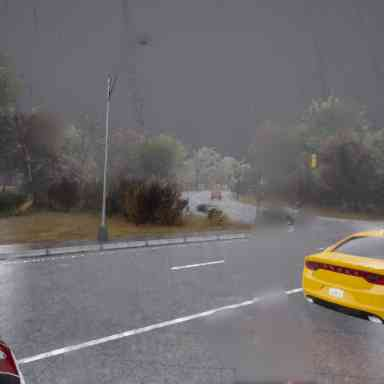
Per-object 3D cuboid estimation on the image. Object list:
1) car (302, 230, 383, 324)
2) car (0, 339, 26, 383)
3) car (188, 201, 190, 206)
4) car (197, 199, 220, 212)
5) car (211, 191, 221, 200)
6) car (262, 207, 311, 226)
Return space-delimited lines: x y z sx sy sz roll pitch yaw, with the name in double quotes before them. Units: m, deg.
"car" 4.400 1.543 6.895 5.008 1.535 1.882 1 -1 -35
"car" -3.190 1.353 1.475 4.553 1.767 2.097 0 0 -35
"car" -1.657 1.668 55.291 1.895 1.301 4.718 2 2 -12
"car" 2.153 2.022 42.122 1.994 1.385 4.181 2 0 -19
"car" 5.740 0.746 79.003 2.150 2.045 5.566 2 2 -1
"car" 7.968 2.057 28.375 1.837 1.490 4.892 3 -2 -25
